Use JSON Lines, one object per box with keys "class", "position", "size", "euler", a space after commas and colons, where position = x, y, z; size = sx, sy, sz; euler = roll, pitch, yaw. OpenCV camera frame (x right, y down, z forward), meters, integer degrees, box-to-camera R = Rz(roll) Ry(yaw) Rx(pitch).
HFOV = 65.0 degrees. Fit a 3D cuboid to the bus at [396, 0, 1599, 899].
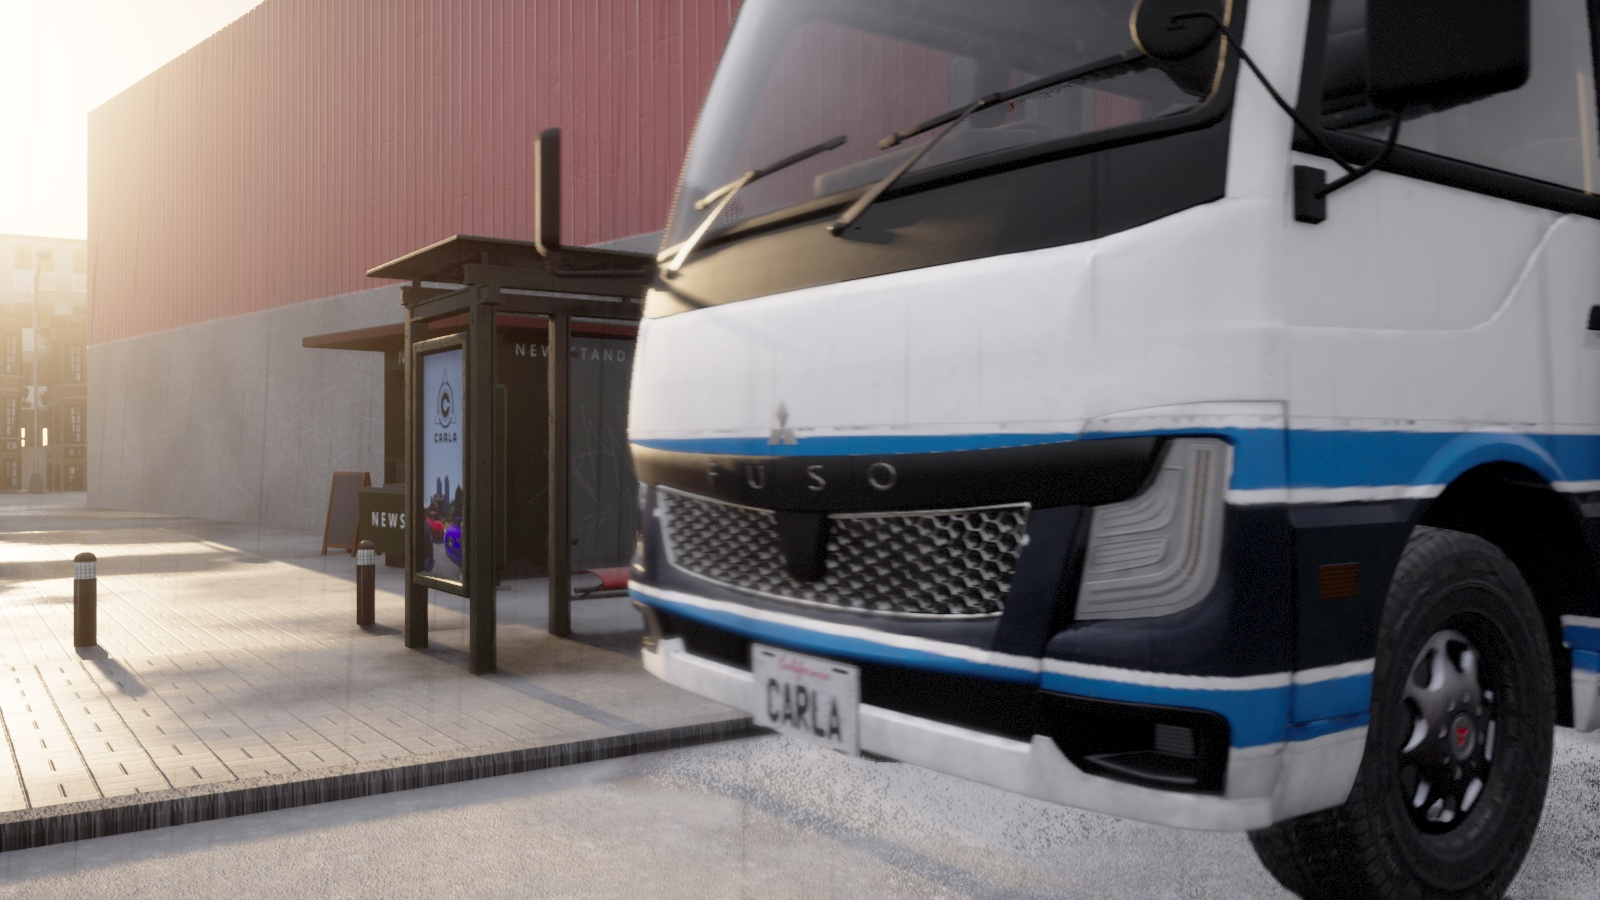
{"class": "bus", "position": [3.593, -0.636, 6.775], "size": [10.273, 4.253, 3.944], "euler": [0, 0, -35]}
